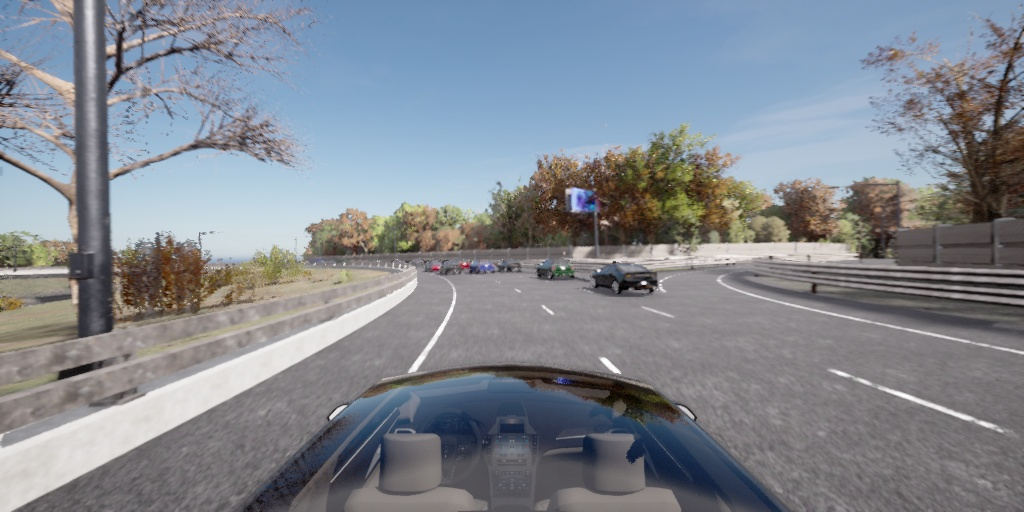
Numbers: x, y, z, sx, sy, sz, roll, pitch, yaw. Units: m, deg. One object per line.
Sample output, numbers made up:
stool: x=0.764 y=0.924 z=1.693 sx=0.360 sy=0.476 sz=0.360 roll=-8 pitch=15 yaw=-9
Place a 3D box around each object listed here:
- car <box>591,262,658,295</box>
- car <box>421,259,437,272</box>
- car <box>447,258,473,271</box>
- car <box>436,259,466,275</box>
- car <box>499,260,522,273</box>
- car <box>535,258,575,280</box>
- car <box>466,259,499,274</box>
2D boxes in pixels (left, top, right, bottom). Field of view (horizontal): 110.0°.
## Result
car: x=5.718 y=1.094 z=18.888 sx=1.882 sy=1.535 sz=5.008 roll=-1 pitch=0 yaw=-8
car: x=-10.348 y=1.430 z=48.281 sx=1.994 sy=1.385 sz=4.181 roll=-1 pitch=0 yaw=-27
car: x=-7.283 y=1.153 z=49.956 sx=2.097 sy=1.767 sz=4.553 roll=-1 pitch=0 yaw=-27
car: x=-6.931 y=1.318 z=40.377 sx=1.837 sy=1.490 sz=4.892 roll=-1 pitch=0 yaw=-21
car: x=-0.387 y=1.183 z=42.859 sx=1.837 sy=1.490 sz=4.892 roll=-1 pitch=0 yaw=-21
car: x=3.502 y=0.977 z=30.025 sx=2.097 sy=1.767 sz=4.553 roll=-1 pitch=0 yaw=-14
car: x=-3.513 y=1.096 z=41.194 sx=2.097 sy=1.767 sz=4.553 roll=-1 pitch=0 yaw=-21
